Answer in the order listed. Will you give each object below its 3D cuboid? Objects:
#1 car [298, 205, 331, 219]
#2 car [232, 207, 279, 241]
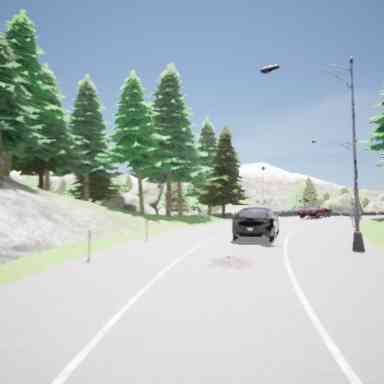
[{"bbox_3d":[12.138,1.934,32.703,1.895,1.301,4.718,-3,-3,38],"label":"car"},{"bbox_3d":[3.303,1.492,16.789,1.882,1.535,5.008,-2,-1,19],"label":"car"}]
